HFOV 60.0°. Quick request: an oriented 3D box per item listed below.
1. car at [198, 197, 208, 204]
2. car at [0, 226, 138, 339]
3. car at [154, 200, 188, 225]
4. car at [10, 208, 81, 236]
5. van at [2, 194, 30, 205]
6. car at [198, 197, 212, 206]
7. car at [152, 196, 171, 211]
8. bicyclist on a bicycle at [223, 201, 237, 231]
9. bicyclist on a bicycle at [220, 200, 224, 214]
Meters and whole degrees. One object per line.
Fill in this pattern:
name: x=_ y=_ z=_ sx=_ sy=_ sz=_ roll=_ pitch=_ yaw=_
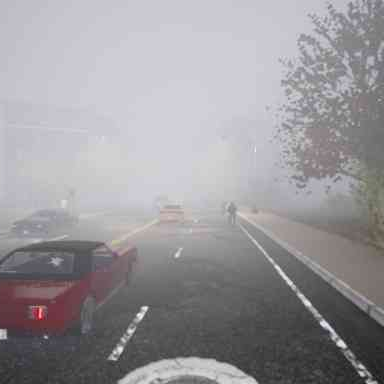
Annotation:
car: x=2.389 y=1.862 z=74.035 sx=2.033 sy=1.411 sz=5.357 roll=0 pitch=0 yaw=-2
car: x=-2.463 y=1.640 z=6.708 sx=1.895 sy=1.301 sz=4.718 roll=0 pitch=0 yaw=4
car: x=-1.358 y=1.602 z=25.059 sx=1.882 sy=1.535 sz=5.008 roll=0 pitch=0 yaw=3
car: x=-8.333 y=1.665 z=19.563 sx=2.033 sy=1.411 sz=5.357 roll=0 pitch=0 yaw=3
van: x=-28.366 y=1.227 z=53.819 sx=3.998 sy=1.788 sz=1.690 roll=1 pitch=-1 yaw=-28
car: x=2.639 y=1.835 z=61.644 sx=1.994 sy=1.385 sz=4.181 roll=0 pitch=0 yaw=0
car: x=-4.036 y=1.532 z=44.924 sx=2.150 sy=2.045 sz=5.566 roll=0 pitch=0 yaw=1
bicyclist on a bicycle: x=2.465 y=1.463 z=20.553 sx=0.659 sy=1.776 sz=1.843 roll=0 pitch=0 yaw=3
bicyclist on a bicycle: x=2.969 y=1.594 z=31.605 sx=0.582 sy=1.620 sz=1.656 roll=0 pitch=-1 yaw=2
